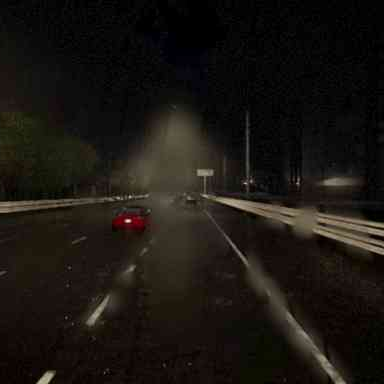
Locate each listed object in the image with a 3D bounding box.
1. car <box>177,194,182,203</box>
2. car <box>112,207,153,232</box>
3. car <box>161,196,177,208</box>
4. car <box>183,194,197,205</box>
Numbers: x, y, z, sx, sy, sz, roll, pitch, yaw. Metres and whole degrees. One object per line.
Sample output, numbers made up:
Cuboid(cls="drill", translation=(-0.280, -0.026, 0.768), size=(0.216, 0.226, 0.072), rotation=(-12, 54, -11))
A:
Cuboid(cls="car", translation=(-3.764, 1.629, 68.840), size=(2.033, 1.411, 5.357), rotation=(0, 0, 0))
Cuboid(cls="car", translation=(-3.530, 1.576, 20.323), size=(1.994, 1.385, 4.181), rotation=(0, 0, 0))
Cuboid(cls="car", translation=(-3.648, 1.579, 50.310), size=(1.812, 1.442, 4.674), rotation=(0, 0, 0))
Cuboid(cls="car", translation=(-0.104, 1.561, 60.199), size=(2.128, 1.511, 4.902), rotation=(0, 0, 0))
